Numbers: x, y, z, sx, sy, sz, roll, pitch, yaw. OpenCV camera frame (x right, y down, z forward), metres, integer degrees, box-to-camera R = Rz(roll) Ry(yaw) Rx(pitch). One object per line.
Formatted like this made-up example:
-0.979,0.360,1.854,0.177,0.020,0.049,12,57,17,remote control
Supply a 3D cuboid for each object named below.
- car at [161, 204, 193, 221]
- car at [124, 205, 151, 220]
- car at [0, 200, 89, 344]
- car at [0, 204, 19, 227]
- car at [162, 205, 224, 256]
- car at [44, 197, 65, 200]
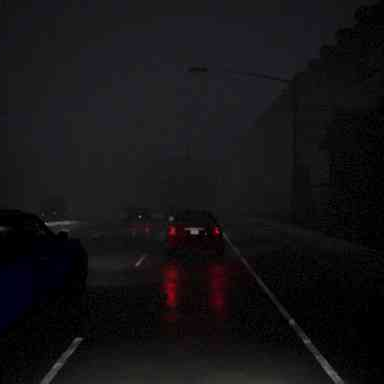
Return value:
-1.467,1.831,30.580,1.895,1.301,4.718,0,0,-15,car
-5.072,1.831,30.551,1.895,1.301,4.718,0,0,-17,car
-3.433,1.265,5.176,2.150,2.045,5.566,0,0,1,car
-14.762,1.694,25.131,1.837,1.490,4.892,1,-1,-14,car
0.093,1.456,13.796,2.097,1.767,4.553,0,-1,0,car
-12.551,1.450,30.345,2.150,2.045,5.566,1,-1,-23,car
